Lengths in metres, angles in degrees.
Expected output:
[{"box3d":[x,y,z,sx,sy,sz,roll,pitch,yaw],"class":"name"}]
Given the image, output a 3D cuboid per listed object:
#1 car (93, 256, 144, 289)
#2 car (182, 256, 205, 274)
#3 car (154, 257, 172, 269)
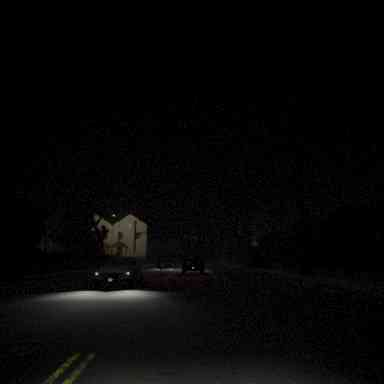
[{"box3d":[-3.590,4.017,16.932,1.812,1.442,4.674,0,-11,0],"class":"car"},{"box3d":[0.107,6.499,29.732,2.128,1.511,4.902,0,-11,0],"class":"car"},{"box3d":[-3.574,9.052,42.520,1.812,1.442,4.674,0,-11,0],"class":"car"}]
